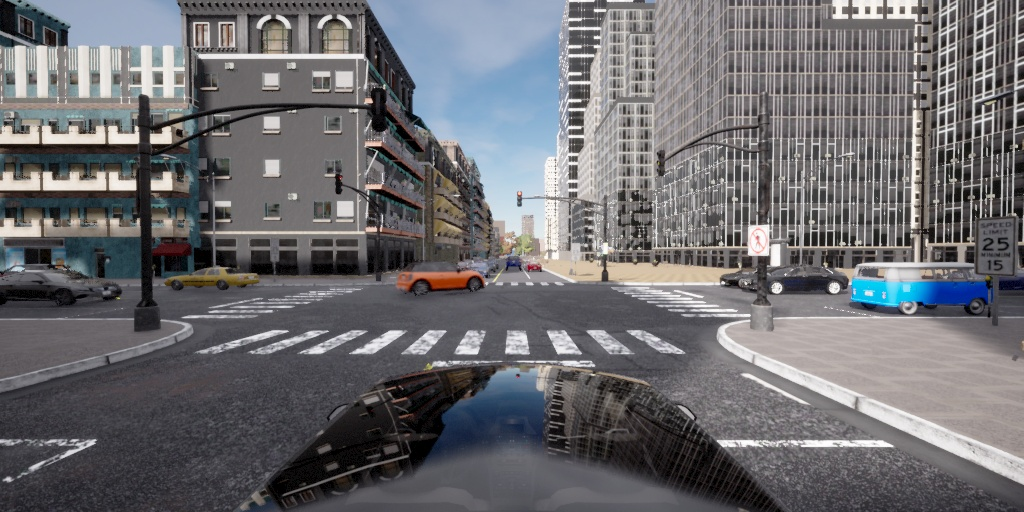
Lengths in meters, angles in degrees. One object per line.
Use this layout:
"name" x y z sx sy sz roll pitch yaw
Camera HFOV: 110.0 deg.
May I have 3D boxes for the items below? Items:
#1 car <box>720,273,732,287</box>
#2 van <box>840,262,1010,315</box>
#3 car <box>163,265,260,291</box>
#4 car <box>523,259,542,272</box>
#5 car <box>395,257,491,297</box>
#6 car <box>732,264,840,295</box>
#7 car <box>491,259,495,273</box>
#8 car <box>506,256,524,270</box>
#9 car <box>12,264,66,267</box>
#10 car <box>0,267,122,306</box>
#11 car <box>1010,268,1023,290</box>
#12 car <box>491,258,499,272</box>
"car" 14.730 1.216 21.315 4.313 1.339 1.948 0 0 0
"van" 14.720 1.117 12.935 3.998 1.789 1.690 0 0 0
"car" -17.829 1.247 21.353 4.829 1.417 1.751 0 0 0
"car" 2.777 1.290 45.085 1.888 1.381 4.507 0 0 0
"car" -3.730 1.075 19.137 4.553 1.767 2.097 -1 0 -37
"car" 14.639 1.194 18.713 4.892 1.490 1.837 0 1 0
"car" -3.011 1.293 33.951 2.033 1.411 5.357 0 0 0
"car" 0.244 0.965 53.391 2.150 2.045 5.566 0 0 0
"car" -28.726 1.190 21.366 4.097 1.591 1.967 0 0 0
"car" -19.910 1.340 15.554 4.674 1.442 1.812 0 1 0
"car" 24.711 1.196 18.700 4.674 1.442 1.812 0 1 0
"car" -2.980 1.309 43.985 1.994 1.385 4.181 0 0 0
